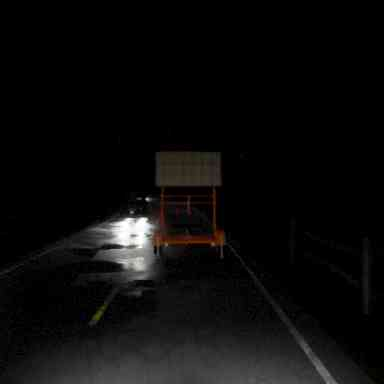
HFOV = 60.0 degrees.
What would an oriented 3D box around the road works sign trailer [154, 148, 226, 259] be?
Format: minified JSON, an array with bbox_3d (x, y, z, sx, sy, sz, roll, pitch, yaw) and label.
[{"bbox_3d":[-0.124,0.258,11.726,2.380,3.560,2.880,0,1,-3],"label":"road works sign trailer"}]

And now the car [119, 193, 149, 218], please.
[{"bbox_3d":[-4.208,1.060,24.727,2.128,1.511,4.902,0,1,-4],"label":"car"}]

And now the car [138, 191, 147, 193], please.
[{"bbox_3d":[-9.721,0.470,65.215,1.895,1.301,4.718,0,1,-11],"label":"car"}]
